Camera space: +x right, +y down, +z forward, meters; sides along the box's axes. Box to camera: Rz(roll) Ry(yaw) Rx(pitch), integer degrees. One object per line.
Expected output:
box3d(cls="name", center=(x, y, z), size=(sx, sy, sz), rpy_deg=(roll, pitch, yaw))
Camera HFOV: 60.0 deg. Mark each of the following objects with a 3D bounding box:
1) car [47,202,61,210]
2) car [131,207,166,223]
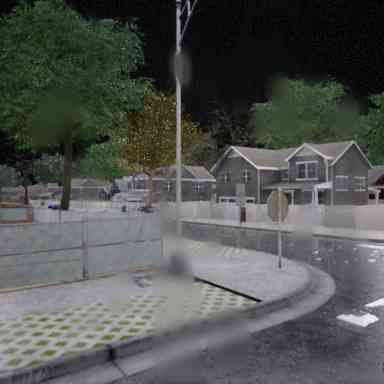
box3d(cls="car", center=(-22.542, 2.400, 55.106), size=(1.882, 1.535, 5.008), rpy_deg=(0, -1, -36))
box3d(cls="car", center=(-4.051, 2.001, 29.657), size=(1.994, 1.385, 4.181), rpy_deg=(0, -1, -36))
